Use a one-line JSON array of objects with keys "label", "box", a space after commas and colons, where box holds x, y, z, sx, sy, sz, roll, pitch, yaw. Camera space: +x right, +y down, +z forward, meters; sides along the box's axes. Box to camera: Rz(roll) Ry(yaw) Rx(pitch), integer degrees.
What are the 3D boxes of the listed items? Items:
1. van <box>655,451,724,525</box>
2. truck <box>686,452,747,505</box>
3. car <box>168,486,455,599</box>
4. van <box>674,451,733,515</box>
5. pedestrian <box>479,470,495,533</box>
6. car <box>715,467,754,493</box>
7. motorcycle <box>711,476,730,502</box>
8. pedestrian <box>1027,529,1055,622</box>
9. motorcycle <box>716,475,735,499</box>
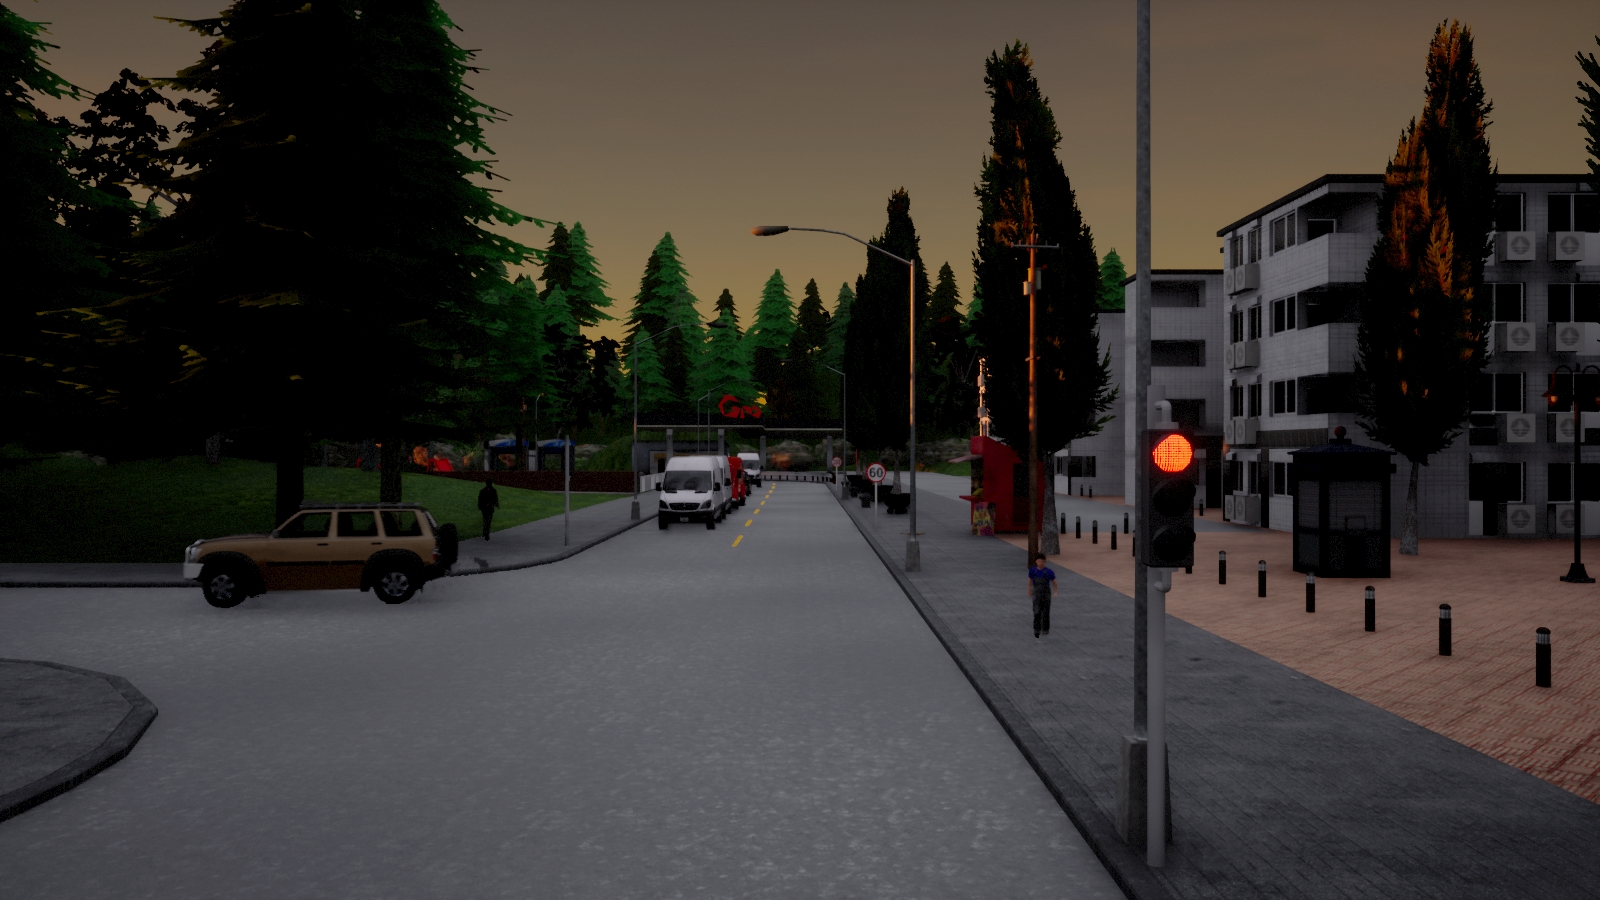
[{"label": "van", "box": [-4.013, 1.307, 42.390, 1.988, 2.561, 5.915, 0, 0, 0]}, {"label": "truck", "box": [-3.995, 1.339, 55.631, 2.627, 2.467, 5.204, 0, 0, 0]}, {"label": "car", "box": [-8.885, 1.639, 21.199, 4.605, 1.855, 1.932, 0, 0, -12]}, {"label": "van", "box": [-4.007, 1.306, 48.327, 1.988, 2.561, 5.915, 0, 0, 0]}, {"label": "pedestrian", "box": [-9.294, 1.520, 33.921, 0.375, 1.860, 0.375, 0, 0, 0]}, {"label": "car", "box": [-3.975, 1.816, 70.543, 2.128, 1.511, 4.902, 0, 0, 0]}, {"label": "motorcycle", "box": [-3.975, 1.953, 57.177, 0.856, 1.236, 1.805, 0, 0, 0]}, {"label": "pedestrian", "box": [3.481, 1.802, 16.483, 0.375, 1.300, 0.375, 0, 0, 14]}, {"label": "motorcycle", "box": [-3.988, 1.975, 61.268, 0.867, 1.251, 2.209, 0, 0, 0]}]
